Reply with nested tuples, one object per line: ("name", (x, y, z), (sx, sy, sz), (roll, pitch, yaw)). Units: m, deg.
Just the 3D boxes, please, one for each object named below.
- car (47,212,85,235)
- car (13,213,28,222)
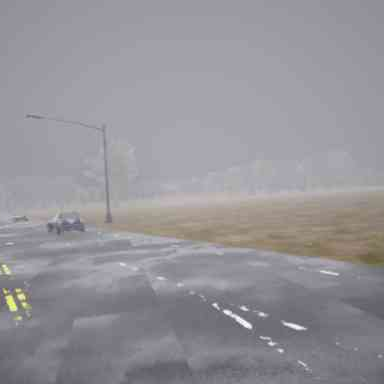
("car", (-10.245, 2.388, 26.847), (2.097, 1.767, 4.553), (-2, -1, -33))
("car", (-27.821, 4.142, 53.904), (1.895, 1.301, 4.718), (-2, -1, -33))
